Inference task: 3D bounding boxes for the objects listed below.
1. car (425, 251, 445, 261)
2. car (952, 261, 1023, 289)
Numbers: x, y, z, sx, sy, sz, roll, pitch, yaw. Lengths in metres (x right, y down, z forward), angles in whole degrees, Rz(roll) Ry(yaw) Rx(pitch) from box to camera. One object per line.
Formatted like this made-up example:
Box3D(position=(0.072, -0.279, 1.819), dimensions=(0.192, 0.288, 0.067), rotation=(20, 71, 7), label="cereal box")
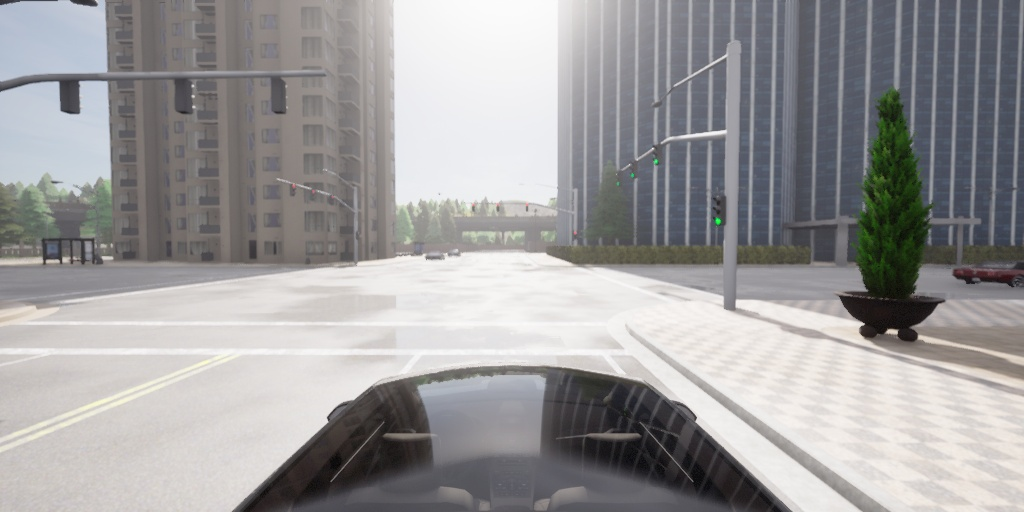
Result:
Box3D(position=(-10.562, -0.041, 49.312), dimensions=(1.994, 1.385, 4.181), rotation=(0, 2, 0), label="car")
Box3D(position=(25.401, 0.890, 17.923), dimensions=(4.718, 1.301, 1.895), rotation=(0, 2, -1), label="car")
